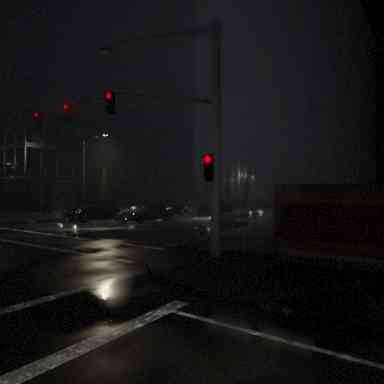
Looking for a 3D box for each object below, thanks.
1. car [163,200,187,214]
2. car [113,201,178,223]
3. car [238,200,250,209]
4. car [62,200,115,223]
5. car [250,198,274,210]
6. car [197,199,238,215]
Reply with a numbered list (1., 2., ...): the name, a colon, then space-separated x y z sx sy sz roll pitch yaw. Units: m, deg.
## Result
1. car: -2.469 1.560 33.498 1.837 1.490 4.892 0 0 36
2. car: -3.525 1.656 26.016 1.895 1.301 4.718 0 0 36
3. car: 5.199 1.602 44.187 2.033 1.411 5.357 0 0 36
4. car: -7.789 1.407 26.068 2.097 1.767 4.553 0 0 36
5. car: 9.234 1.581 43.790 1.812 1.442 4.674 0 0 36
6. car: 2.429 1.533 34.325 1.882 1.535 5.008 0 0 35
